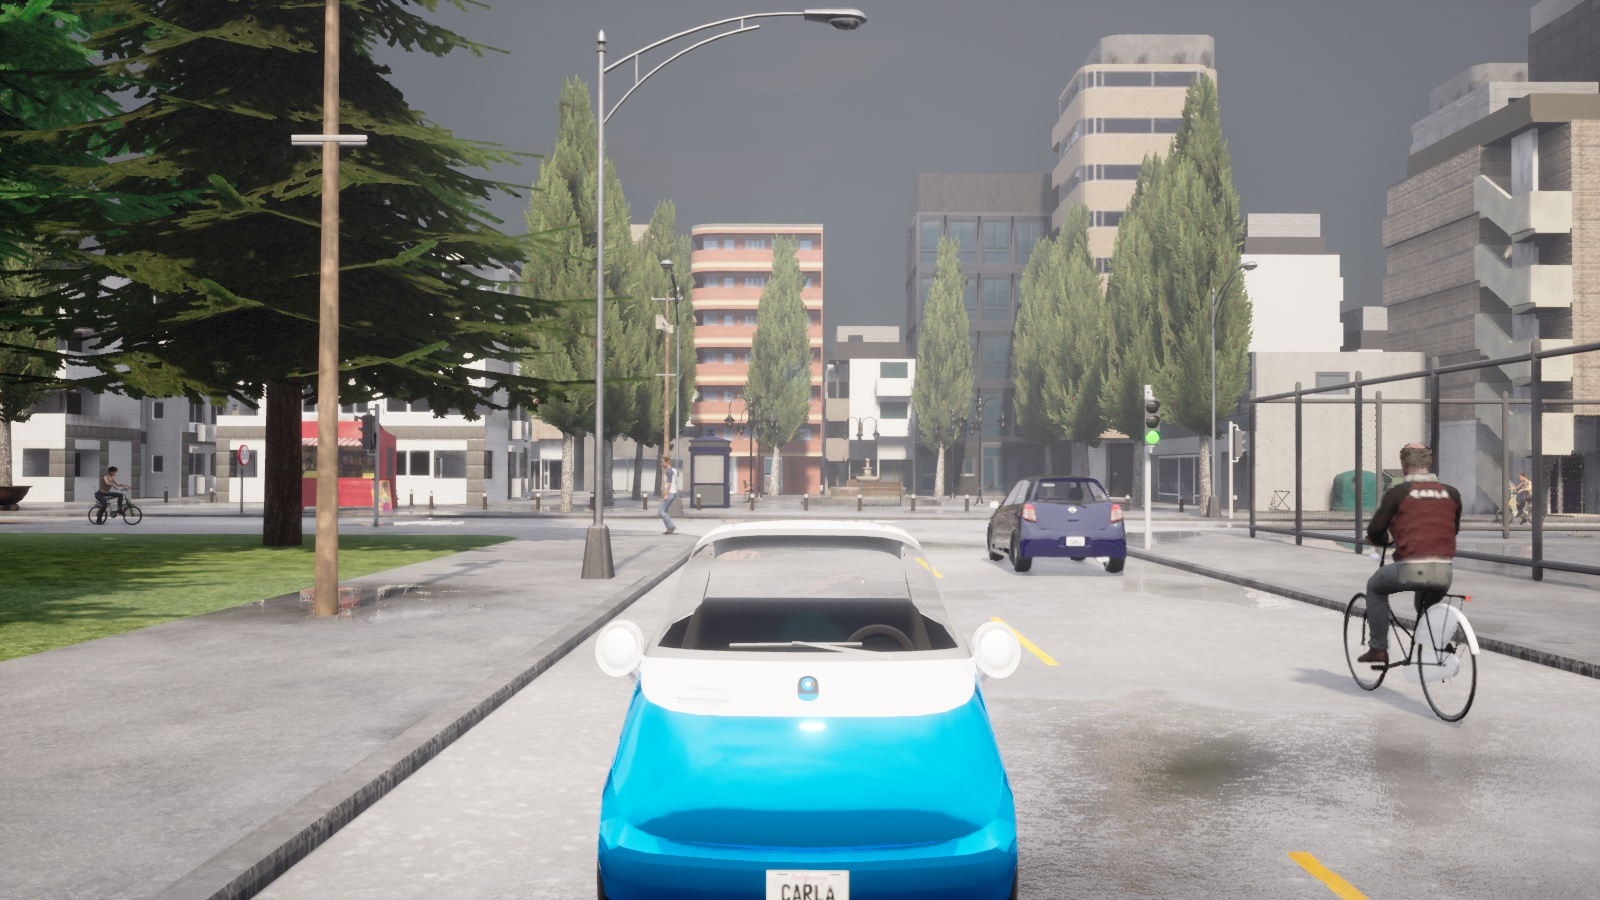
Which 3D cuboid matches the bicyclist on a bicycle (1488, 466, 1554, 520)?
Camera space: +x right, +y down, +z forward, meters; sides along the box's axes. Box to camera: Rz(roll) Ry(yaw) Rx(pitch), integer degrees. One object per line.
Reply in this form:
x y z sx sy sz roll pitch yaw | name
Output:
21.948 1.304 38.248 1.509 1.612 0.866 0 -1 0 | bicyclist on a bicycle

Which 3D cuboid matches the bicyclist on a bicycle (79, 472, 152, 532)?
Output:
-18.738 1.402 34.391 1.509 1.612 0.866 0 -1 1 | bicyclist on a bicycle

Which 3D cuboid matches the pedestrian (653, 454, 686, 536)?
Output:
-2.955 1.012 28.418 0.706 1.836 0.354 0 -1 3 | pedestrian

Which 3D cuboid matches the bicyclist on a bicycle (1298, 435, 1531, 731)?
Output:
4.052 0.811 8.459 0.659 1.776 1.843 0 -1 0 | bicyclist on a bicycle

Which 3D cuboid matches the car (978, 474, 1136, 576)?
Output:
4.105 1.158 20.601 1.845 1.501 3.633 0 -1 0 | car

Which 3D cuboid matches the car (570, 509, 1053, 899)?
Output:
0.037 0.953 4.965 1.481 1.376 2.207 0 -1 0 | car
